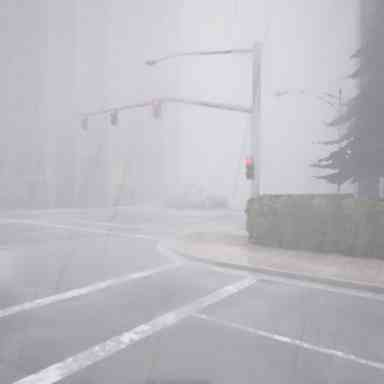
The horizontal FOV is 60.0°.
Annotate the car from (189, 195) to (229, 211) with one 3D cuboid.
[{"bbox_3d":[2.166,1.065,35.797,2.097,1.767,4.553,1,1,36],"label":"car"}]

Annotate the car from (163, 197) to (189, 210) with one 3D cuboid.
[{"bbox_3d":[-1.326,1.224,36.952,1.994,1.385,4.181,1,1,36],"label":"car"}]
